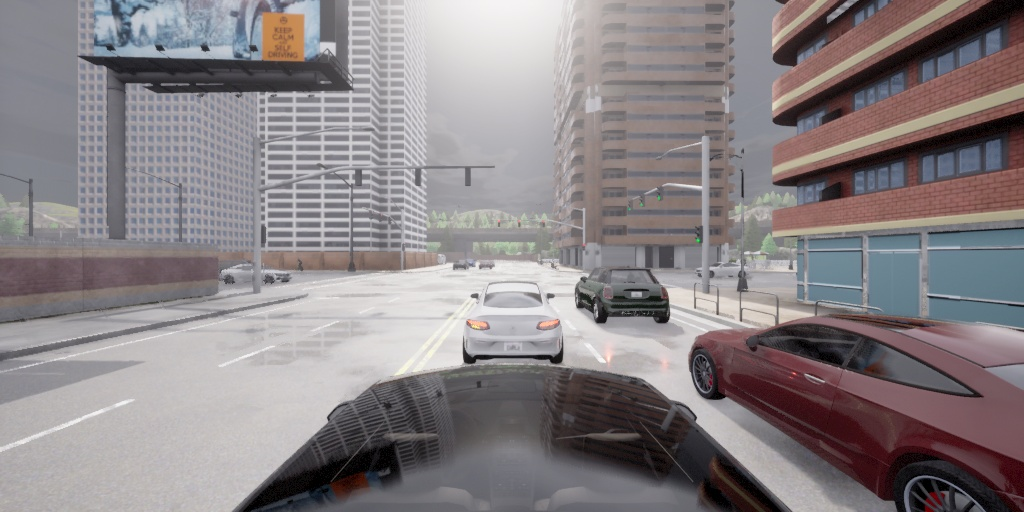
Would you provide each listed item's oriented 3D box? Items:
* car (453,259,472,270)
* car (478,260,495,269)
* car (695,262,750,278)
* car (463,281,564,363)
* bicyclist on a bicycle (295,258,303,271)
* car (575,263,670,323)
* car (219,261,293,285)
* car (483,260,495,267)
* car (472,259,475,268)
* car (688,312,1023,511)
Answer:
[{"bbox_3d":[-7.498,1.228,52.986,1.882,1.535,5.008,0,0,0],"label":"car"},{"bbox_3d":[-4.012,1.276,55.028,1.812,1.442,4.674,0,0,-1],"label":"car"},{"bbox_3d":[19.387,1.276,33.079,4.674,1.442,1.812,0,0,0],"label":"car"},{"bbox_3d":[0.017,1.276,8.001,1.812,1.442,4.674,0,0,0],"label":"car"},{"bbox_3d":[-25.974,1.051,43.763,0.582,1.620,1.656,0,0,0],"label":"bicyclist on a bicycle"},{"bbox_3d":[3.499,1.102,12.217,2.097,1.767,4.553,0,0,0],"label":"car"},{"bbox_3d":[-18.305,1.275,25.721,4.674,1.442,1.812,0,0,3],"label":"car"},{"bbox_3d":[-4.052,1.351,65.008,1.895,1.301,4.718,0,0,0],"label":"car"},{"bbox_3d":[-7.549,1.228,63.005,1.882,1.535,5.008,0,0,0],"label":"car"},{"bbox_3d":[3.580,1.276,3.498,1.812,1.442,4.674,0,0,0],"label":"car"}]
